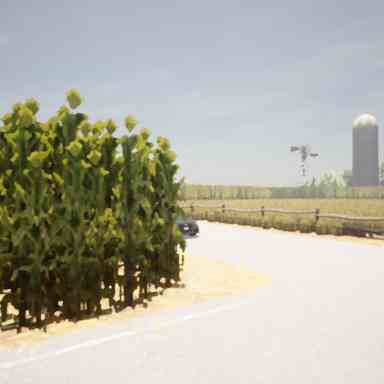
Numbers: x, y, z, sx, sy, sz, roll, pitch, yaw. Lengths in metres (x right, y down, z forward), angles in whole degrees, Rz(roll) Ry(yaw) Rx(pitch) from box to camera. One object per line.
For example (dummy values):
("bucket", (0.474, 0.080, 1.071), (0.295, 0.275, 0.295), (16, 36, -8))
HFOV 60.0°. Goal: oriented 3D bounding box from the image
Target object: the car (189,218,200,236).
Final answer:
("car", (-1.418, 1.562, 17.452), (1.994, 1.385, 4.181), (0, 0, -35))
